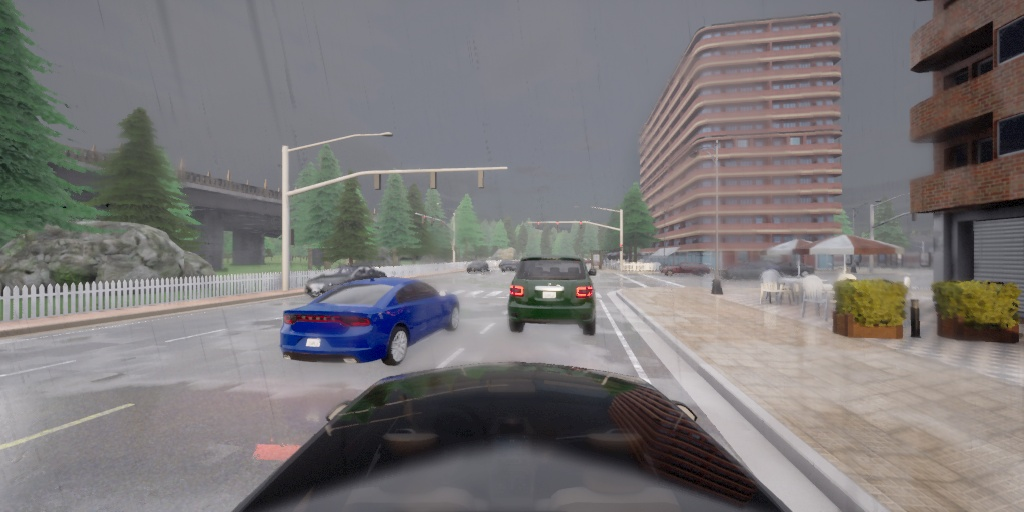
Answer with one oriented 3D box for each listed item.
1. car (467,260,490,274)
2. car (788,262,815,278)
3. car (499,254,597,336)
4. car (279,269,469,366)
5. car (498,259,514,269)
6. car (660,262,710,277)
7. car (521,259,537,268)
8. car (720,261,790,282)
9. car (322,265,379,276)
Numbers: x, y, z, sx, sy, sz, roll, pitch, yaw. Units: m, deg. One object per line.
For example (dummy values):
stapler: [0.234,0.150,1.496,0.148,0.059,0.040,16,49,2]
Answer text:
car: [-3.941,1.259,42.285,1.837,1.490,4.892,0,0,10]
car: [26.616,1.310,35.121,4.892,1.490,1.837,0,0,10]
car: [1.320,0.971,10.720,2.150,2.045,5.566,0,0,10]
car: [-2.709,1.228,8.141,1.882,1.535,5.008,0,0,11]
car: [-0.947,1.250,59.145,1.837,1.490,4.892,0,1,10]
car: [17.701,1.331,36.793,4.674,1.442,1.812,0,0,13]
car: [2.877,1.241,60.669,2.128,1.511,4.902,0,0,10]
car: [19.471,1.369,29.142,4.181,1.385,1.994,0,0,10]
car: [-8.205,1.241,18.170,2.128,1.511,4.902,0,0,10]
